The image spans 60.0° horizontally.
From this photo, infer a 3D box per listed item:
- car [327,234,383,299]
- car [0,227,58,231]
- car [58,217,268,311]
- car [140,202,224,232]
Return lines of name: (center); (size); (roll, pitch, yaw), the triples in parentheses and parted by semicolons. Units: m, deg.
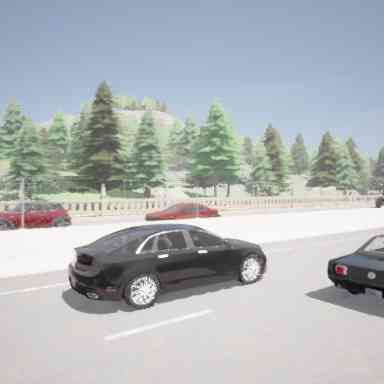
car: (5.165, 1.578, 7.424); (4.718, 1.301, 1.895); (0, 0, -35)
car: (-9.298, 1.341, 18.853); (4.553, 1.767, 2.097); (0, 0, -35)
car: (-0.308, 1.493, 7.816); (4.892, 1.490, 1.837); (0, 0, -36)
car: (-0.537, 1.445, 20.796); (5.008, 1.535, 1.882); (0, 0, -35)
